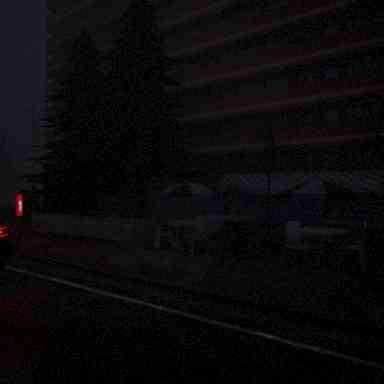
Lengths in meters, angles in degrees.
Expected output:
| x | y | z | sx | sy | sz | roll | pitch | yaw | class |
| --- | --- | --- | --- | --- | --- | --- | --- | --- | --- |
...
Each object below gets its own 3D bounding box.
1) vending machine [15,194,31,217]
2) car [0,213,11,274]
| x | y | z | sx | sy | sz | roll | pitch | yaw | class |
| --- | --- | --- | --- | --- | --- | --- | --- | --- | --- |
| -15.206 | 1.195 | 29.884 | 1.100 | 2.100 | 0.880 | 0 | 0 | -13 | vending machine |
| -7.126 | 1.213 | 9.263 | 5.566 | 2.045 | 2.150 | -2 | -1 | 39 | car |
